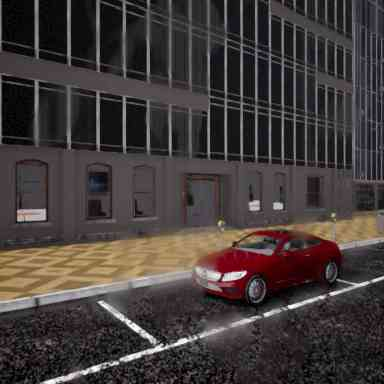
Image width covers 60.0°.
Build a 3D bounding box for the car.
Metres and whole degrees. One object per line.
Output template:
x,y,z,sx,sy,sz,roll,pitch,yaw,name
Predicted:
1.941,1.582,7.964,4.206,1.307,1.802,0,0,-36,car
